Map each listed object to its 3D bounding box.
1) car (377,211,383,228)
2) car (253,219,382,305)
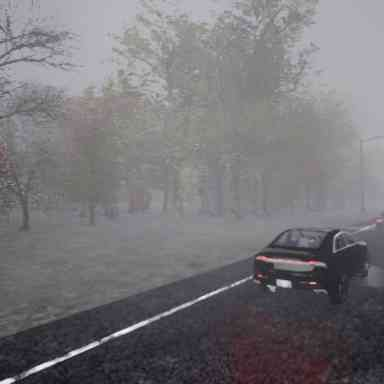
[{"bbox_3d":[14.209,1.946,23.366,2.033,1.411,5.357,-2,-2,37],"label":"car"},{"bbox_3d":[3.310,1.669,8.690,2.128,1.511,4.902,-2,-2,37],"label":"car"}]
